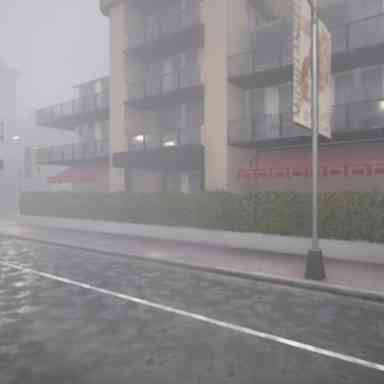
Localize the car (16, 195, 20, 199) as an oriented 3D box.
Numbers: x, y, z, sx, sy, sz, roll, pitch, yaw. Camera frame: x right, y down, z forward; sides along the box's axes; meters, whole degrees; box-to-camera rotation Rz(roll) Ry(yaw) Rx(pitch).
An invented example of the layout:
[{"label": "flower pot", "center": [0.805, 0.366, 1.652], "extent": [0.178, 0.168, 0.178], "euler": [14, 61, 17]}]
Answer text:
[{"label": "car", "center": [-39.852, 1.523, 76.685], "extent": [4.892, 1.521, 2.231], "euler": [0, 0, 37]}]
